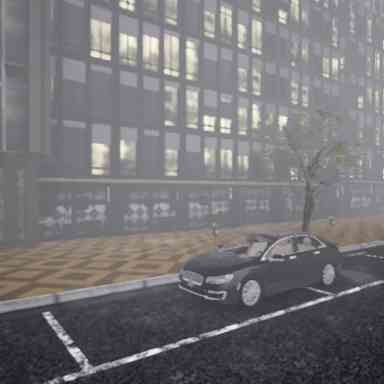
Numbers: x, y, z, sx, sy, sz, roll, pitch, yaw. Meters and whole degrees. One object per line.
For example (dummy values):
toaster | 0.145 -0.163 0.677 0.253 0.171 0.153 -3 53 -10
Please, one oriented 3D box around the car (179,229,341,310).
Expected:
car | 1.756 1.591 7.816 4.403 1.369 2.008 0 -1 -35
